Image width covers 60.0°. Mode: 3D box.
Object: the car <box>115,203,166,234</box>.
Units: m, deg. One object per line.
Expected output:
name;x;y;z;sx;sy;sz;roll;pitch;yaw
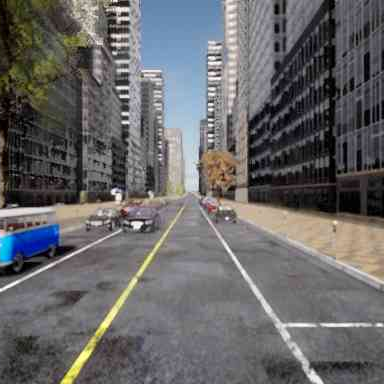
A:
car;-3.005;1.671;20.593;2.128;1.511;4.902;0;-1;0

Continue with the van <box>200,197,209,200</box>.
van;2.673;1.828;55.984;1.690;1.788;3.998;0;0;0

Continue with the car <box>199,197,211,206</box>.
car;2.669;1.900;67.321;2.192;1.841;5.009;0;0;0

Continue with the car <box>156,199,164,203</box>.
car;-5.706;1.983;50.314;1.887;1.381;4.507;0;0;0

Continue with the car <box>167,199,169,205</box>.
car;-5.709;2.060;61.480;1.752;1.417;4.829;0;0;0

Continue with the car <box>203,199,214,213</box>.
car;2.678;1.884;38.980;1.887;1.381;4.507;0;0;0

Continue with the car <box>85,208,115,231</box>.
car;-5.697;1.742;21.975;2.008;1.369;4.403;0;0;0

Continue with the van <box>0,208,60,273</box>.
van;-5.695;1.434;10.642;1.690;1.788;3.998;0;0;0

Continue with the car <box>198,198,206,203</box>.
car;2.663;2.343;89.990;1.947;1.339;4.313;0;0;0

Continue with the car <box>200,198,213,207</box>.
car;2.674;1.983;50.315;1.887;1.381;4.507;0;0;0

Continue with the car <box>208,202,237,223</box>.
car;2.681;1.792;27.644;2.008;1.369;4.403;0;0;0

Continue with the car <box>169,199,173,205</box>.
car;-5.712;2.199;72.984;1.947;1.339;4.313;0;0;0

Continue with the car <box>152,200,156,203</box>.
car;-5.703;1.863;38.809;1.752;1.417;4.829;0;0;0

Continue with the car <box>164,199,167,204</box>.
car;-5.708;2.053;55.981;1.947;1.339;4.313;0;0;0

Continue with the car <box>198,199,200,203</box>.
car;2.672;2.087;61.651;2.008;1.369;4.403;0;0;0

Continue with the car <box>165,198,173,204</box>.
car;-5.716;2.311;84.321;1.802;1.307;4.206;0;0;0

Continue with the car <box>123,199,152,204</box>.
car;-5.701;1.605;33.313;2.192;1.841;5.009;0;0;0
